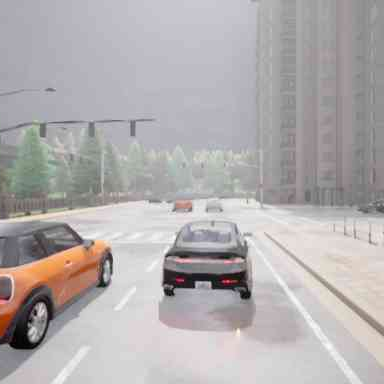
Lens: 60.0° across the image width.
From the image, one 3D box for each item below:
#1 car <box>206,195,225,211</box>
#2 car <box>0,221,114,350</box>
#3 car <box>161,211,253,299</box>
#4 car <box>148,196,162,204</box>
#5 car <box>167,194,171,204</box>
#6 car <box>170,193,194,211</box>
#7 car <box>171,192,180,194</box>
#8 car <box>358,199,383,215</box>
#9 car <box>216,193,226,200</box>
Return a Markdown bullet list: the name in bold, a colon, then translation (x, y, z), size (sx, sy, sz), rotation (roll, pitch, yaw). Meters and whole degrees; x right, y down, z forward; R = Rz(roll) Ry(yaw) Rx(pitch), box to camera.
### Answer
- **car**: translation (2.658, 1.472, 39.885), size (1.812, 1.442, 4.674), rotation (0, 0, 4)
- **car**: translation (-3.106, 1.339, 6.443), size (2.097, 1.767, 4.553), rotation (0, 0, 4)
- **car**: translation (0.500, 1.474, 8.443), size (2.128, 1.511, 4.902), rotation (0, 0, 7)
- **car**: translation (-6.688, 1.474, 60.840), size (1.895, 1.301, 4.718), rotation (0, 0, 4)
- **car**: translation (-3.282, 1.441, 59.045), size (1.994, 1.385, 4.181), rotation (0, 0, 4)
- **car**: translation (-0.917, 1.289, 38.821), size (2.097, 1.767, 4.553), rotation (1, 0, 4)
- **car**: translation (-3.718, 1.064, 77.073), size (2.150, 2.045, 5.566), rotation (0, 0, 20)
- **car**: translation (19.157, 1.488, 33.122), size (4.892, 1.490, 1.837), rotation (0, 0, 3)
- **car**: translation (7.018, 1.159, 87.163), size (2.097, 1.767, 4.553), rotation (0, 0, 43)
